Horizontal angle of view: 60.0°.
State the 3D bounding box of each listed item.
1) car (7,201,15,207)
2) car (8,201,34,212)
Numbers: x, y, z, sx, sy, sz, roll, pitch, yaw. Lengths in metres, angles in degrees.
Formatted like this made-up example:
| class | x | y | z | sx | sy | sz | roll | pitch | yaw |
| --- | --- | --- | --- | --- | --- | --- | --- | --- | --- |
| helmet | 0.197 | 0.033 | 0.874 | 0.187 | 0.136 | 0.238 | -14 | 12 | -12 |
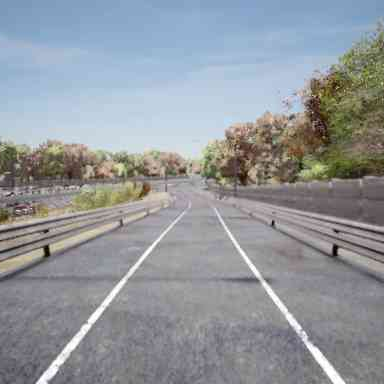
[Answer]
| class | x | y | z | sx | sy | sz | roll | pitch | yaw |
| --- | --- | --- | --- | --- | --- | --- | --- | --- | --- |
| car | -40.055 | 2.734 | 76.810 | 2.033 | 1.411 | 5.357 | 2 | 4 | 17 |
| car | -34.991 | 3.213 | 69.414 | 1.882 | 1.535 | 5.008 | 2 | 4 | 17 |
